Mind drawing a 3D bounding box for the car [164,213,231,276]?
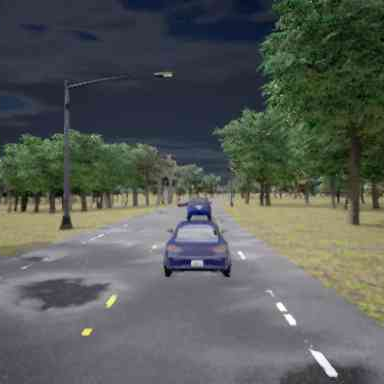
[{"bbox_3d":[0.168,1.622,10.585,1.812,1.442,4.674,0,0,1],"label":"car"}]

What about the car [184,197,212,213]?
[{"bbox_3d":[0.688,1.504,31.129,2.150,2.045,5.566,0,0,2],"label":"car"}]

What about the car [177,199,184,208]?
[{"bbox_3d":[-1.505,2.053,59.283,1.882,1.535,5.008,0,-1,4],"label":"car"}]
